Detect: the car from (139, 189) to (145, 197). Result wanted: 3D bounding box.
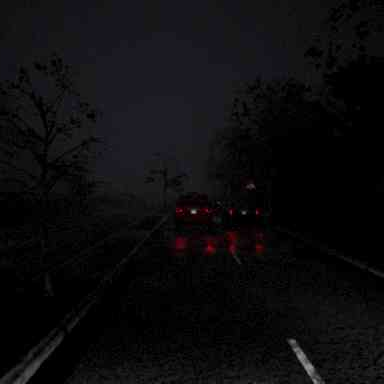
[{"bbox_3d":[-13.879,0.573,73.207,5.566,2.045,2.435,-1,1,-20],"label":"car"}]

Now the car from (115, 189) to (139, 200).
[{"bbox_3d":[-13.831,0.719,64.228,5.566,2.045,2.435,-1,0,-20],"label":"car"}]

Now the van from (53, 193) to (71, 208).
[{"bbox_3d":[-13.976,1.078,31.182,4.442,1.987,1.878,-1,1,-20],"label":"van"}]

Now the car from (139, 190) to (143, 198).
[{"bbox_3d":[-13.679,0.870,70.284,5.366,1.575,1.946,-1,1,-20],"label":"car"}]

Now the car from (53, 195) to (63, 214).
[{"bbox_3d":[-13.860,1.331,28.245,4.892,1.521,2.231,-1,1,-20],"label":"car"}]

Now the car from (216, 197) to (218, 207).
[{"bbox_3d":[3.089,1.269,40.531,2.033,1.411,5.357,0,1,0],"label":"car"}]

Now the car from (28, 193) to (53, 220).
[{"bbox_3d":[-13.845,1.107,25.274,5.566,2.045,2.435,-1,0,-20],"label":"car"}]

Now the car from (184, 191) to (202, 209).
[{"bbox_3d":[0.088,0.924,42.478,2.150,2.045,5.566,0,1,0],"label":"car"}]

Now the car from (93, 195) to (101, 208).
[{"bbox_3d":[-13.836,1.245,40.210,4.792,1.488,2.163,-1,0,-20],"label":"car"}]

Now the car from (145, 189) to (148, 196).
[{"bbox_3d":[-13.879,0.509,82.220,4.553,1.767,2.185,-1,1,-20],"label":"car"}]

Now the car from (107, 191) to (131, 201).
[{"bbox_3d":[-14.027,1.041,58.139,5.366,1.575,1.946,-1,1,-20],"label":"car"}]

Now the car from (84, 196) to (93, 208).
[{"bbox_3d":[-13.858,1.285,37.192,4.674,1.452,2.002,-1,1,-20],"label":"car"}]

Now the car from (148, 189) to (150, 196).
[{"bbox_3d":[-13.848,0.603,85.234,4.674,1.452,2.002,-1,1,-20],"label":"car"}]

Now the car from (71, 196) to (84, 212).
[{"bbox_3d":[-13.836,1.147,34.218,4.553,1.767,2.185,-1,1,-20],"label":"car"}]

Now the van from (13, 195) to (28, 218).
[{"bbox_3d":[-13.762,1.159,22.322,4.442,1.987,1.878,-1,0,-20],"label":"van"}]

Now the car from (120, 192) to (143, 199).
[{"bbox_3d":[-13.875,0.795,76.211,4.792,1.488,2.163,-1,1,-20],"label":"car"}]

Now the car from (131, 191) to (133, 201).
[{"bbox_3d":[-13.859,1.046,61.212,4.674,1.452,2.002,-1,0,-20],"label":"car"}]

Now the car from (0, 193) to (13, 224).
[{"bbox_3d":[-13.898,1.164,19.278,5.566,2.045,2.435,-1,1,-20],"label":"car"}]

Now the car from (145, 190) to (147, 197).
[{"bbox_3d":[-13.851,0.745,79.236,4.674,1.452,2.002,-1,1,-20],"label":"car"}]

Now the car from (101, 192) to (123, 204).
[{"bbox_3d":[-13.832,1.130,52.216,4.792,1.488,2.163,-1,0,-20],"label":"car"}]

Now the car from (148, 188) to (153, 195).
[{"bbox_3d":[-13.838,0.489,88.232,5.008,1.535,2.097,-1,2,-20],"label":"car"}]

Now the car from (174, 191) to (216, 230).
[{"bbox_3d":[0.094,1.131,20.566,2.150,2.045,5.566,0,1,0],"label":"car"}]

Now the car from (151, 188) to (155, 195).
[{"bbox_3d":[-13.817,0.364,94.248,4.792,1.488,2.163,-1,1,-20],"label":"car"}]

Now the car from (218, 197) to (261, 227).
[{"bbox_3d":[3.093,1.249,21.949,2.097,1.767,4.553,0,1,0],"label":"car"}]
